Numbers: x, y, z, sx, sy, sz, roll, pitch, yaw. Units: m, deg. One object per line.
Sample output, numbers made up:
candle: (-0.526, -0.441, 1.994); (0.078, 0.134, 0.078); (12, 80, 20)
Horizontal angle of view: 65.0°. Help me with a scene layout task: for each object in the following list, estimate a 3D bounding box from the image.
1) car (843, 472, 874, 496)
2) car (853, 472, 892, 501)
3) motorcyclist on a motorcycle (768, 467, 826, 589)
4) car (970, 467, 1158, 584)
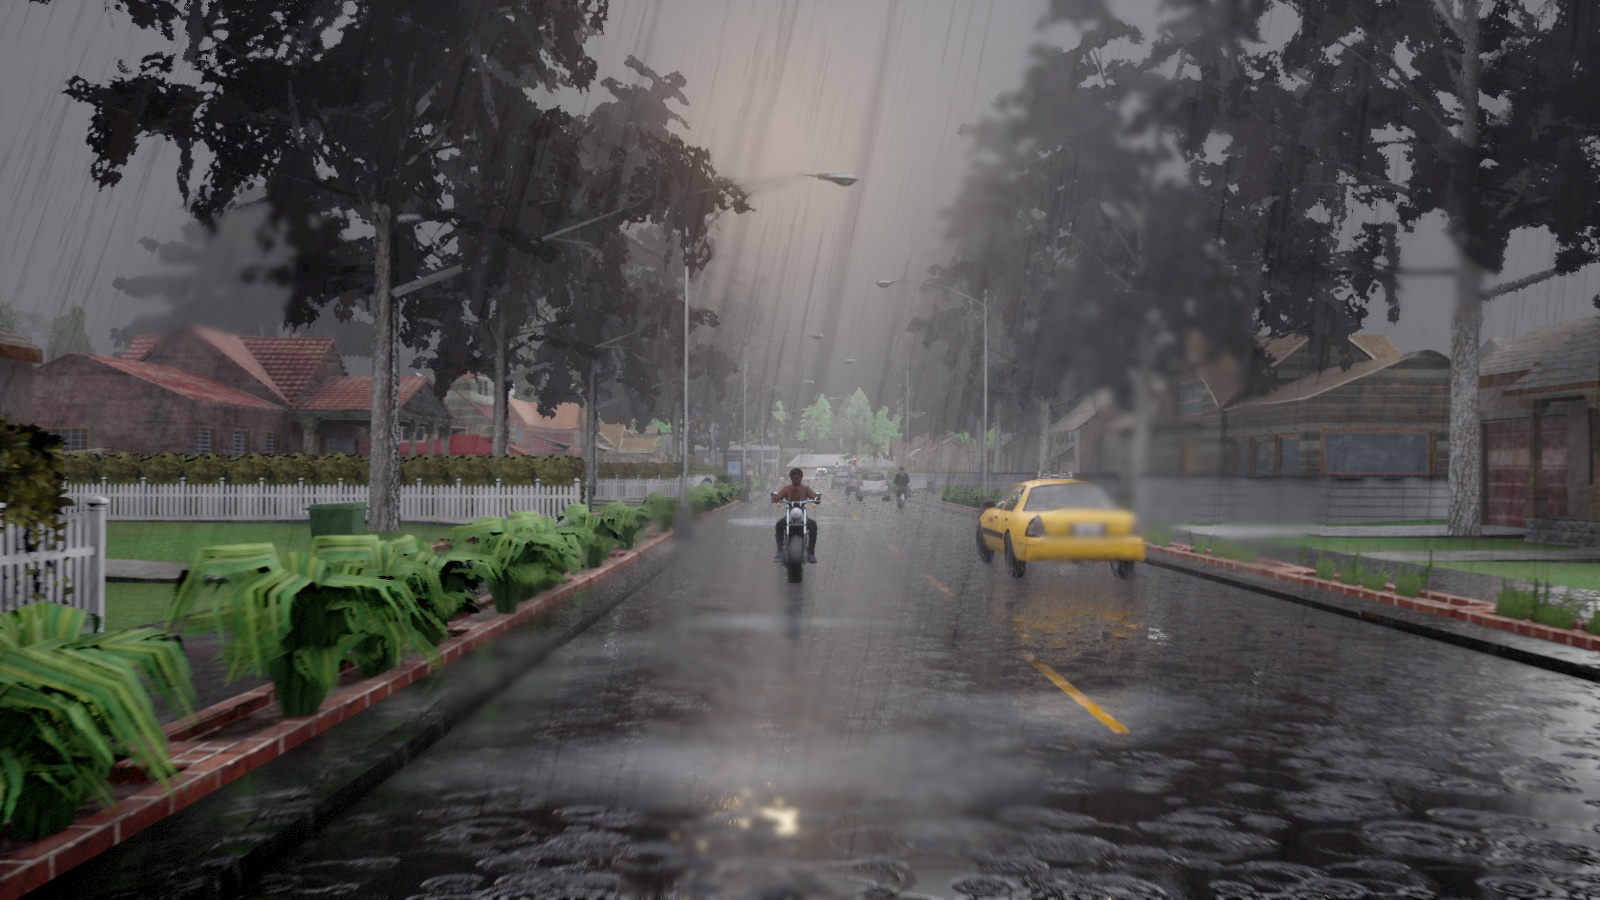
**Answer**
car: (3.799, 2.182, 81.787); (1.845, 1.501, 3.633); (0, -1, 0)
car: (3.836, 1.930, 66.730); (1.845, 1.501, 3.633); (0, -1, 0)
motorcyclist on a motorcycle: (-0.045, 1.068, 18.109); (0.766, 1.649, 2.350); (0, -1, 0)
car: (3.951, 1.068, 19.732); (1.801, 1.575, 5.366); (0, -1, 0)
